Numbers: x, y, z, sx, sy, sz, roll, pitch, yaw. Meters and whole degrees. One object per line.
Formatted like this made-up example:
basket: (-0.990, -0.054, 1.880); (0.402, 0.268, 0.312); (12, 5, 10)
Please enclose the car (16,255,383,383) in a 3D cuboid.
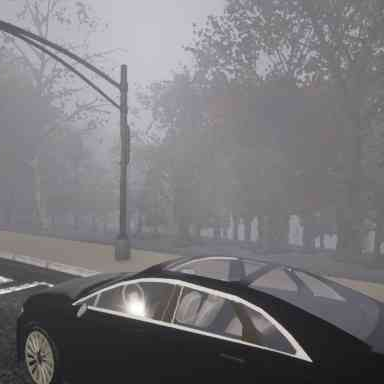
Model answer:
car: (-0.006, 1.491, 3.705); (4.902, 1.511, 2.128); (0, 0, 34)
